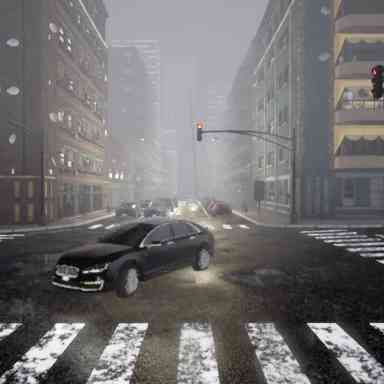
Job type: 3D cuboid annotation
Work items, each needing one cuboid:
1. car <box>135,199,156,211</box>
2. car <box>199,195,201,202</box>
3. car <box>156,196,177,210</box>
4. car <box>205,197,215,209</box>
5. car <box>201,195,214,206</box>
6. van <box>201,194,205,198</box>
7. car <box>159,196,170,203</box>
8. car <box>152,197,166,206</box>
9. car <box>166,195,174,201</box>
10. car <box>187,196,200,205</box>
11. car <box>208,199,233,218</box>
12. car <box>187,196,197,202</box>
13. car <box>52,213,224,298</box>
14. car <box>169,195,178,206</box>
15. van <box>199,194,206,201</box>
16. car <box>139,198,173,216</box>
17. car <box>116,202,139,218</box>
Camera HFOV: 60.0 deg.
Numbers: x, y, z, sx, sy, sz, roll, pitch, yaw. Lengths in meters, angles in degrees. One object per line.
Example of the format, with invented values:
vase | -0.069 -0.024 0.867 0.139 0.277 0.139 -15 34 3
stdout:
car | -5.688 1.573 41.271 1.947 1.339 4.313 0 0 0
car | 2.697 1.582 57.828 1.947 1.339 4.313 0 0 0
car | -3.089 1.511 39.850 1.837 1.490 4.892 0 0 0
car | 2.692 1.570 35.734 1.947 1.339 4.313 0 0 0
car | 2.694 1.555 46.781 1.887 1.381 4.507 0 0 0
van | 2.694 1.354 52.304 1.690 1.788 3.998 0 0 0
car | -5.682 1.606 68.889 1.802 1.307 4.206 0 0 0
car | -5.685 1.561 57.842 1.887 1.381 4.507 0 0 0
car | -5.679 1.563 85.290 1.752 1.417 4.829 0 0 0
car | 0.012 1.543 59.667 1.812 1.442 4.674 0 0 0
car | 2.691 1.584 30.211 1.802 1.307 4.206 0 0 0
car | 0.015 1.452 69.703 1.895 1.301 4.718 0 0 0
car | -1.215 1.504 8.798 1.837 1.490 4.892 -3 -1 35
car | -3.077 1.503 50.294 2.128 1.511 4.902 0 0 0
van | 2.700 1.379 85.446 1.690 1.788 3.998 -1 0 0
car | -3.095 1.550 29.731 2.033 1.411 5.357 0 0 0
car | -5.690 1.568 30.224 1.947 1.339 4.313 0 0 0
